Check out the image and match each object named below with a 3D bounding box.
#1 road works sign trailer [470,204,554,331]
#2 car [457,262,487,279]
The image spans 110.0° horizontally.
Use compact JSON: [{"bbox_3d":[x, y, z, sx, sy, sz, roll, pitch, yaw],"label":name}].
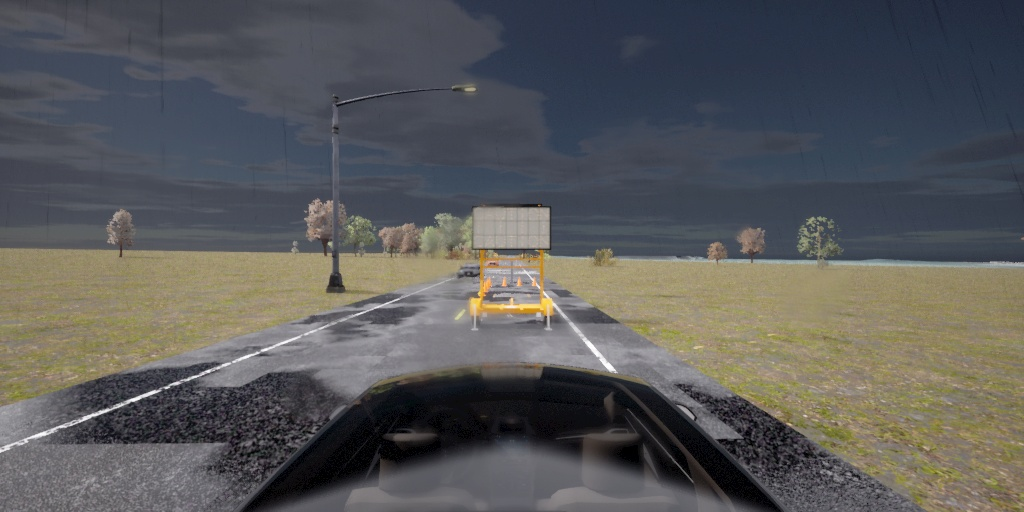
[{"bbox_3d":[-0.005,0.215,11.033,2.380,3.560,2.880,0,0,0],"label":"road works sign trailer"},{"bbox_3d":[-3.616,1.316,31.758,1.994,1.385,4.181,0,0,0],"label":"car"}]
